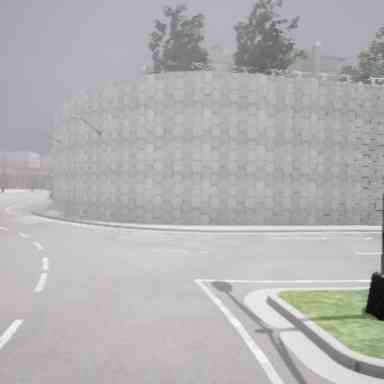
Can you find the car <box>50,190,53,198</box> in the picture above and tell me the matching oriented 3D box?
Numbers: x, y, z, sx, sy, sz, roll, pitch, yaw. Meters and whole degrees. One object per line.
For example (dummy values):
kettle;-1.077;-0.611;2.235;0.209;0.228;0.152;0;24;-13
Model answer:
car;-24.099;0.242;60.030;1.837;1.490;4.892;1;1;-7
